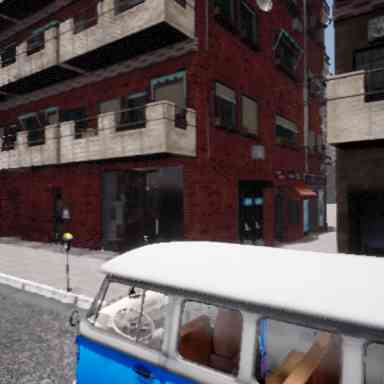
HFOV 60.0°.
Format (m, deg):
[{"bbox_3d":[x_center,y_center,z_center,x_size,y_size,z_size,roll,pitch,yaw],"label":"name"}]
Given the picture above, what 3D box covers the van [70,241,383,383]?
[{"bbox_3d":[0.857,1.345,2.266,3.998,1.788,1.690,-1,0,35],"label":"van"}]
